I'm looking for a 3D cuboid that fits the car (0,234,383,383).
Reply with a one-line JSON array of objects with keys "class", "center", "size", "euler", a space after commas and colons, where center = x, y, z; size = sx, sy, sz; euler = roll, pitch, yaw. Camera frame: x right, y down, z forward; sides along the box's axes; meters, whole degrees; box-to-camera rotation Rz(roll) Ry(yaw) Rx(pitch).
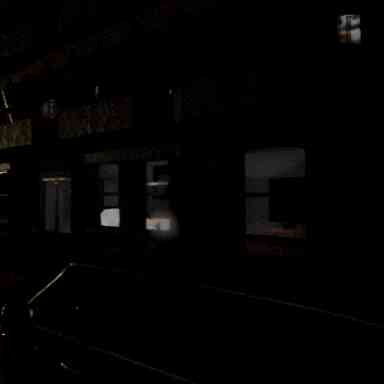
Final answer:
[{"class": "car", "center": [-0.110, 1.313, 2.807], "size": [5.009, 1.841, 2.192], "euler": [0, 0, 36]}]
